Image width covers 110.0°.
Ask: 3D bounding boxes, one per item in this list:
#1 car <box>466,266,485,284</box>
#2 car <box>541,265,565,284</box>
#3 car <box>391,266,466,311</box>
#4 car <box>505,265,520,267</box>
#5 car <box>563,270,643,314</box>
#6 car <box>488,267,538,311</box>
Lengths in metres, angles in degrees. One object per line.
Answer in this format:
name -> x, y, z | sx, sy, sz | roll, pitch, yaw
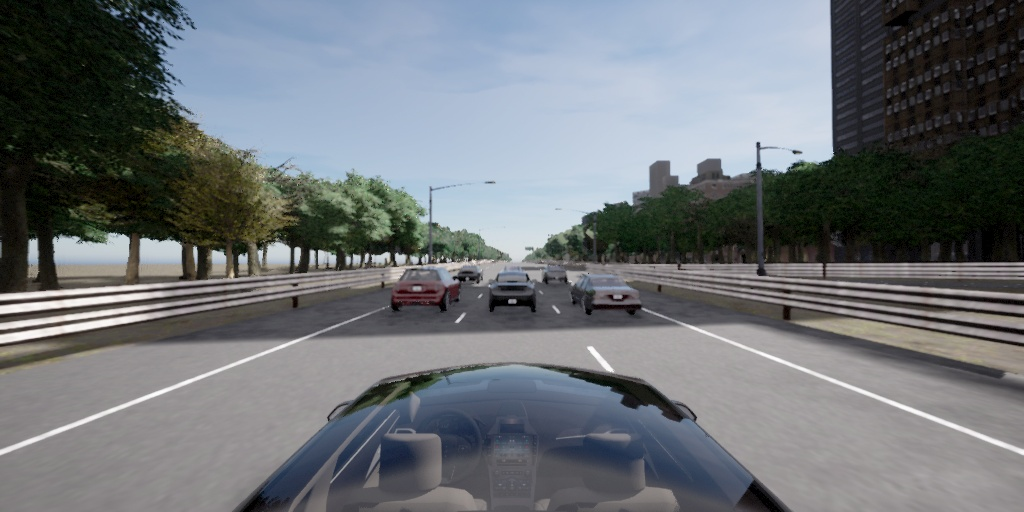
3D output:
car -> -3.456, 1.548, 30.360 | 1.837, 1.490, 4.892 | 0, 0, 1
car -> 3.543, 1.533, 30.346 | 2.128, 1.511, 4.902 | 0, 0, 0
car -> -3.468, 1.243, 15.285 | 2.097, 1.767, 4.553 | 0, -1, 1
car -> 0.042, 1.534, 30.348 | 2.128, 1.511, 4.902 | 0, 0, 0
car -> 3.521, 1.430, 14.393 | 2.033, 1.411, 5.357 | 0, -1, 0
car -> 0.032, 1.400, 15.360 | 1.837, 1.490, 4.892 | 0, 0, 0
